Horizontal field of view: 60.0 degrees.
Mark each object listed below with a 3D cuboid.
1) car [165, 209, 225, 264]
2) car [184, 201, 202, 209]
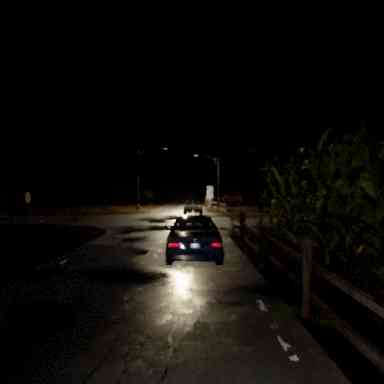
[{"bbox_3d":[0.081,1.543,11.771,2.033,1.411,5.357,0,0,0],"label":"car"},{"bbox_3d":[0.104,1.580,35.121,1.895,1.301,4.718,0,0,0],"label":"car"}]
